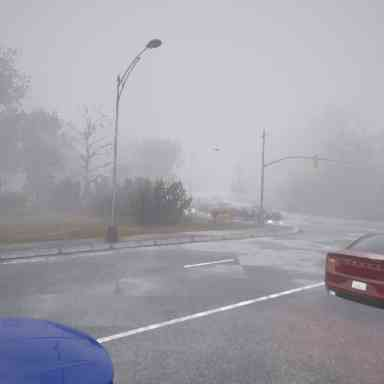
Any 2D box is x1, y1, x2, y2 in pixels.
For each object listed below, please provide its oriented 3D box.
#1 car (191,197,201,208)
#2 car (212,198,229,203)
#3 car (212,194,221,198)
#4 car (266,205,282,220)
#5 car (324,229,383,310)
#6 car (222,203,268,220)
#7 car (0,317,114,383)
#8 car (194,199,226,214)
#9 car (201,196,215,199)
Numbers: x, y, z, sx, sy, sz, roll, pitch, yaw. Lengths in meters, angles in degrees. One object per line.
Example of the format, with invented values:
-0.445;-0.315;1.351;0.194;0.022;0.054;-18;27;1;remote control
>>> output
-0.703;1.700;52.547;2.128;1.511;4.902;2;1;-15;car
4.629;2.106;46.501;2.033;1.411;5.357;3;1;-18;car
5.839;1.109;79.176;2.033;1.411;5.357;2;2;-1;car
8.110;2.217;37.292;1.837;1.490;4.892;3;-1;-21;car
4.992;1.555;7.347;5.008;1.535;1.882;1;-1;-35;car
5.423;2.171;34.615;1.895;1.301;4.718;3;-1;-23;car
-2.863;1.478;1.699;5.008;1.535;1.882;0;0;-36;car
2.260;2.037;42.812;1.994;1.385;4.181;3;0;-19;car
1.907;1.732;56.526;1.837;1.490;4.892;2;2;-12;car
